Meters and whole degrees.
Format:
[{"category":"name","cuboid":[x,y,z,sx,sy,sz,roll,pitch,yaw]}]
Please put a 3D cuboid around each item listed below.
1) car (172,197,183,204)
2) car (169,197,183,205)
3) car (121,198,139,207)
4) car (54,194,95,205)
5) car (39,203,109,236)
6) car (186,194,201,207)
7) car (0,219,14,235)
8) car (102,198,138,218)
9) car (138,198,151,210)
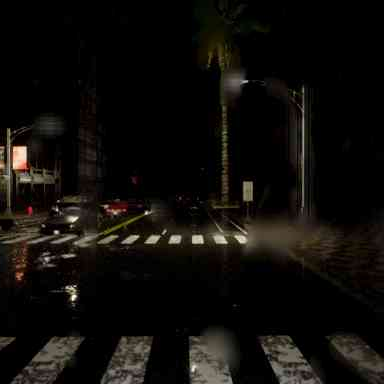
[{"category":"car","cuboid":[-2.896,1.632,67.667,1.994,1.385,4.181,0,0,0]},{"category":"car","cuboid":[-2.935,1.610,57.709,1.994,1.385,4.181,0,0,1]},{"category":"car","cuboid":[-9.603,1.635,51.875,1.895,1.301,4.718,0,0,1]},{"category":"car","cuboid":[-9.739,1.228,27.732,2.150,2.045,5.566,0,0,0]},{"category":"car","cuboid":[-6.522,1.551,18.682,2.033,1.411,5.357,0,0,0]},{"category":"car","cuboid":[0.209,1.258,53.417,2.150,2.045,5.566,0,0,0]},{"category":"car","cuboid":[-11.053,1.603,15.682,1.895,1.301,4.718,0,0,21]},{"category":"car","cuboid":[-6.472,1.534,30.466,1.812,1.442,4.674,0,0,0]},{"category":"car","cuboid":[-6.421,1.524,43.288,1.837,1.490,4.892,0,0,0]}]
